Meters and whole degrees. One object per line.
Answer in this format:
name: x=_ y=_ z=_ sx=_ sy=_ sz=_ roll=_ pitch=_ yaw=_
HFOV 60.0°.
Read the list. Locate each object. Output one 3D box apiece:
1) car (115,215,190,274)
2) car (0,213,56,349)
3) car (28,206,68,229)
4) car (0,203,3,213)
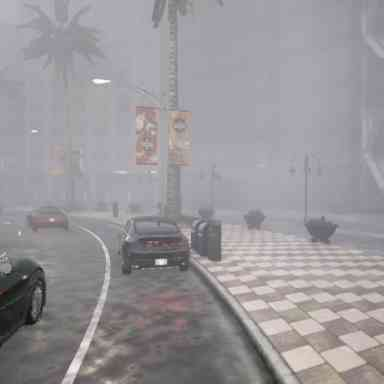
car: x=-1.376 y=1.503 z=10.674 sx=1.837 sy=1.490 sz=4.892 roll=0 pitch=0 yaw=-15
car: x=-3.476 y=1.348 z=4.097 sx=2.097 sy=1.767 sz=4.553 roll=0 pitch=0 yaw=-6
car: x=-9.094 y=1.555 z=20.720 sx=1.994 sy=1.385 sz=4.181 roll=0 pitch=0 yaw=-32
car: x=-20.561 y=1.484 z=33.053 sx=4.892 sy=1.490 sz=1.837 roll=1 pitch=0 yaw=37
